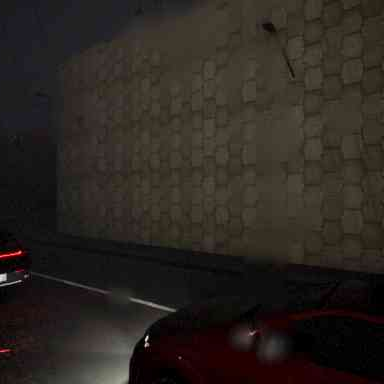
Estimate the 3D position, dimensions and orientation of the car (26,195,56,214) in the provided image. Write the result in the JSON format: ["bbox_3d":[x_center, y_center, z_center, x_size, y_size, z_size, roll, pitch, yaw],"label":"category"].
[{"bbox_3d":[-12.921,1.061,31.037,2.128,1.511,4.902,0,5,35],"label":"car"}]

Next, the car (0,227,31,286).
[{"bbox_3d":[-5.855,1.505,8.171,4.892,1.490,1.837,0,0,36],"label":"car"}]

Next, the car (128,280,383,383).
[{"bbox_3d":[1.394,1.564,2.997,4.181,1.385,1.994,0,0,36],"label":"car"}]
